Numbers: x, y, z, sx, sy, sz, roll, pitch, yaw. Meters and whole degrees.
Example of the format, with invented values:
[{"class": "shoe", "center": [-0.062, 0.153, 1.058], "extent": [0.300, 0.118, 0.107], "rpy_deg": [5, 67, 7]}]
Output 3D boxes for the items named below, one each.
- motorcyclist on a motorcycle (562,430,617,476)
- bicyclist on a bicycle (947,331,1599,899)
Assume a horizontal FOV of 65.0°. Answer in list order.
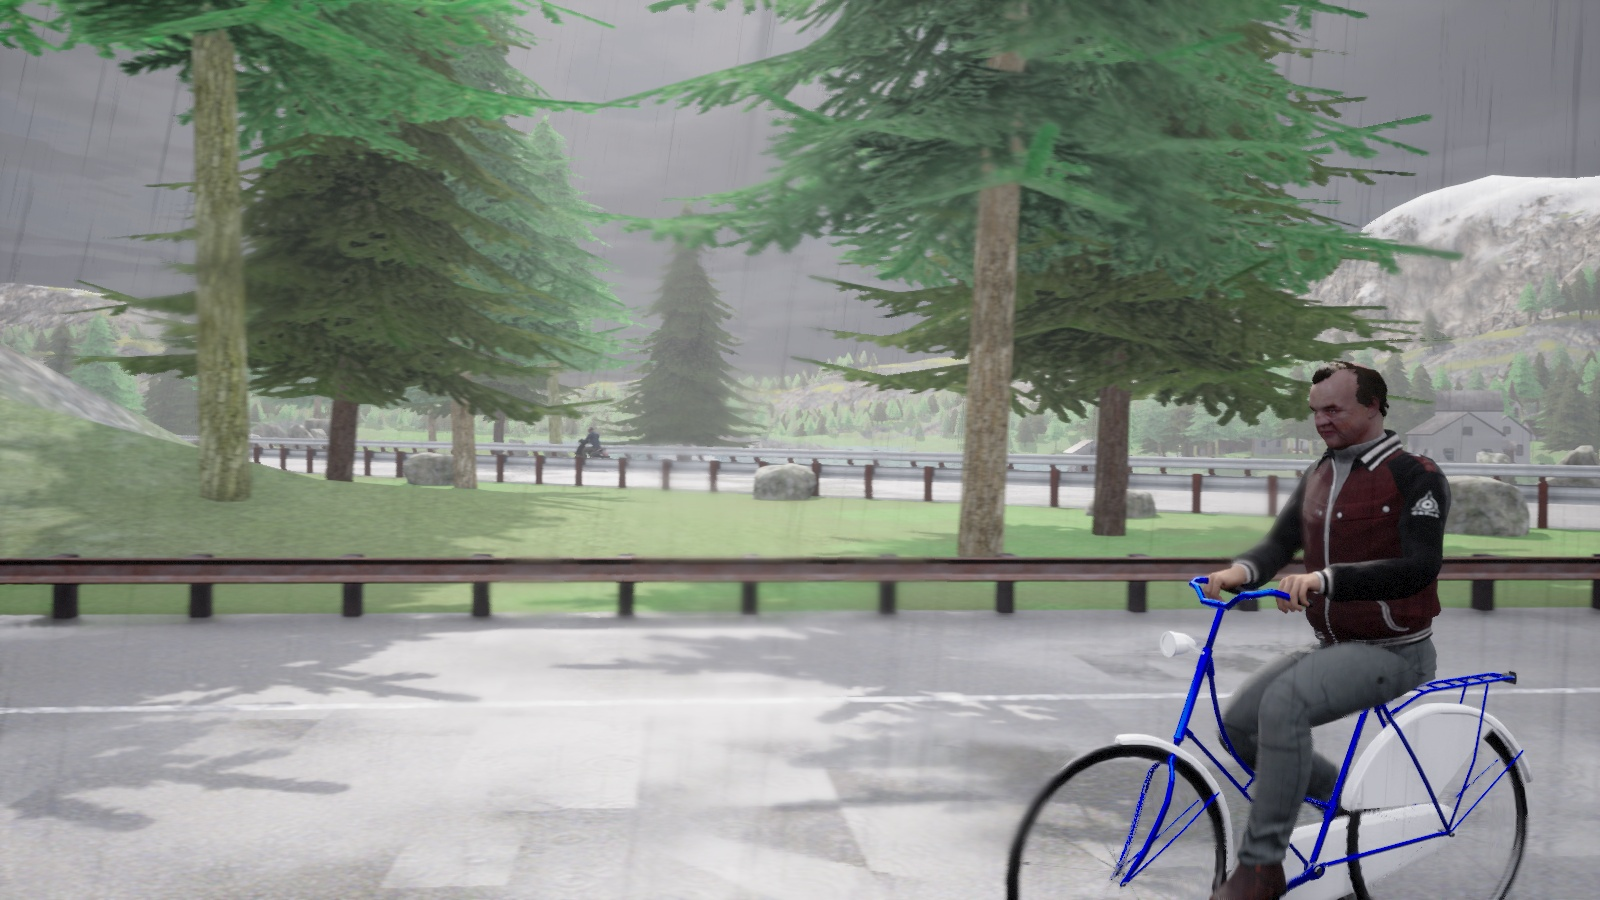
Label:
[{"class": "motorcyclist on a motorcycle", "center": [-7.461, 0.107, 44.539], "extent": [1.817, 1.590, 0.866], "rpy_deg": [0, 1, 34]}, {"class": "bicyclist on a bicycle", "center": [1.400, 0.595, 3.569], "extent": [1.843, 1.776, 0.659], "rpy_deg": [-1, 1, -20]}]
